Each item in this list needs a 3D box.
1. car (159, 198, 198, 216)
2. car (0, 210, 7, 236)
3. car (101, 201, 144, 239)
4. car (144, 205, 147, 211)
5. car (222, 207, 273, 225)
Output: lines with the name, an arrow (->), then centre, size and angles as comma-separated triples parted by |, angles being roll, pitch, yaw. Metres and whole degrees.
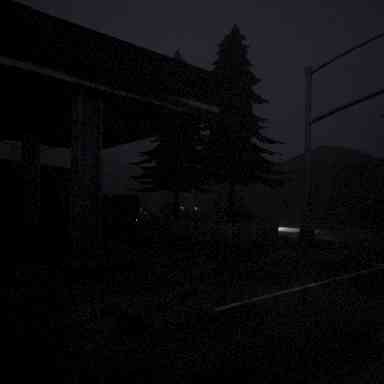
car -> -1.365, 1.541, 32.638 | 2.097, 1.767, 4.553 | 1, 0, -36
car -> -11.694, 1.519, 18.449 | 2.242, 1.667, 4.611 | 1, 0, -36
car -> -4.562, 1.445, 18.268 | 1.905, 1.878, 3.866 | 1, 0, -36
car -> -7.515, 1.664, 41.302 | 2.033, 1.411, 5.357 | 1, 0, -35
car -> 4.056, 1.816, 25.000 | 1.994, 1.385, 4.181 | 1, 0, -35
